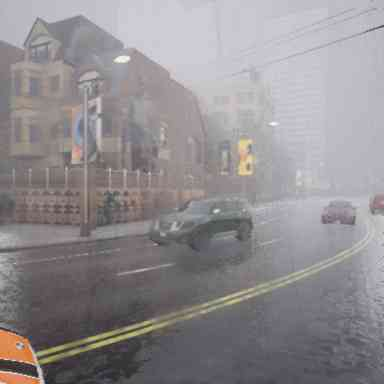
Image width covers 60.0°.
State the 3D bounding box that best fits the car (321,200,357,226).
[{"bbox_3d":[10.563,1.396,23.774,2.097,1.767,4.553,0,0,28],"label":"car"}]

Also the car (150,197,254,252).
[{"bbox_3d":[0.674,1.257,14.696,2.150,2.045,5.566,0,0,40],"label":"car"}]

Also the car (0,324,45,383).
[{"bbox_3d":[-3.165,1.362,1.695,4.553,1.767,2.097,0,0,-34],"label":"car"}]

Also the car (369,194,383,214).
[{"bbox_3d":[20.878,1.285,36.592,2.150,2.045,5.566,0,0,26],"label":"car"}]

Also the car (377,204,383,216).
[{"bbox_3d":[10.500,1.518,16.200,2.128,1.511,4.902,0,0,33],"label":"car"}]
